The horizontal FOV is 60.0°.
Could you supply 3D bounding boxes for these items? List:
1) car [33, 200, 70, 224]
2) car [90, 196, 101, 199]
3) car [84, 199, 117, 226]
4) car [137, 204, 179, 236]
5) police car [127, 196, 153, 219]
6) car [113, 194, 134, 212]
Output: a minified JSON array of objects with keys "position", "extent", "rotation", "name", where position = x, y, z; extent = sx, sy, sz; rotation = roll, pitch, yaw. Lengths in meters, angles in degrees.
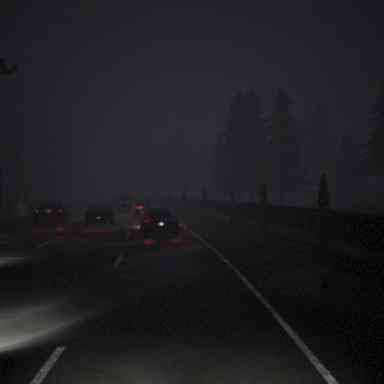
[{"position":[-10.530,1.399,25.237],"extent":[2.097,1.767,4.553],"rotation":[0,0,-15],"name":"car"},{"position":[-16.645,1.481,57.000],"extent":[1.801,1.575,5.366],"rotation":[0,0,-31],"name":"car"},{"position":[-6.552,1.513,23.833],"extent":[1.882,1.535,5.008],"rotation":[0,0,-13],"name":"car"},{"position":[-1.905,1.583,18.744],"extent":[1.994,1.385,4.181],"rotation":[0,0,-10],"name":"car"},{"position":[-4.261,1.427,29.208],"extent":[2.038,1.542,4.974],"rotation":[0,0,-15],"name":"police car"},{"position":[-8.341,1.274,40.713],"extent":[2.150,2.045,5.566],"rotation":[0,0,-22],"name":"car"}]
